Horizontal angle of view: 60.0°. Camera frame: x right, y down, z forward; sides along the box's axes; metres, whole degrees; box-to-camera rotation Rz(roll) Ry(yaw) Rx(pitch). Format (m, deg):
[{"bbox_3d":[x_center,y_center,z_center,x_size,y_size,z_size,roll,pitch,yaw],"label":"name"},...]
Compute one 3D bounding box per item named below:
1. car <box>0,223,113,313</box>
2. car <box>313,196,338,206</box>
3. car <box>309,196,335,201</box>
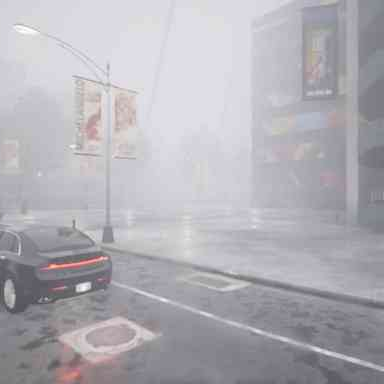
[{"bbox_3d":[-3.776,1.500,7.752,4.892,1.490,1.837,0,0,43],"label":"car"},{"bbox_3d":[21.754,1.402,53.937,2.161,1.482,4.786,0,0,43],"label":"car"},{"bbox_3d":[16.350,1.311,42.252,2.002,1.452,4.674,0,0,43],"label":"car"}]
